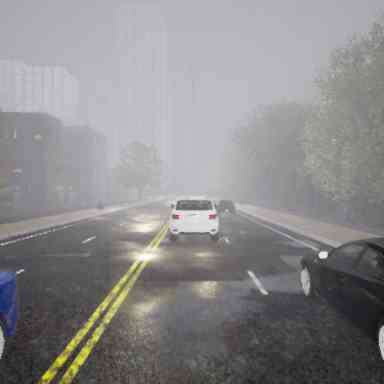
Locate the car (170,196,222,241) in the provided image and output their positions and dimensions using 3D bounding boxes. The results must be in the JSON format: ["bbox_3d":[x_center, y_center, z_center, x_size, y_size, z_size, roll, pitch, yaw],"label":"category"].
[{"bbox_3d":[0.099,1.226,16.778,2.150,2.045,5.566,0,0,0],"label":"car"}]

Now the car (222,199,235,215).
[{"bbox_3d":[3.348,1.510,34.350,1.837,1.490,4.892,0,0,0],"label":"car"}]

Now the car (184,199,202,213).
[{"bbox_3d":[0.098,1.553,38.867,2.033,1.411,5.357,0,0,0],"label":"car"}]

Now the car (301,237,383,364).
[{"bbox_3d":[3.348,1.479,5.458,1.882,1.535,5.008,0,0,0],"label":"car"}]

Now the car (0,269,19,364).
[{"bbox_3d":[-3.349,1.479,2.584,1.882,1.535,5.008,0,0,0],"label":"car"}]
